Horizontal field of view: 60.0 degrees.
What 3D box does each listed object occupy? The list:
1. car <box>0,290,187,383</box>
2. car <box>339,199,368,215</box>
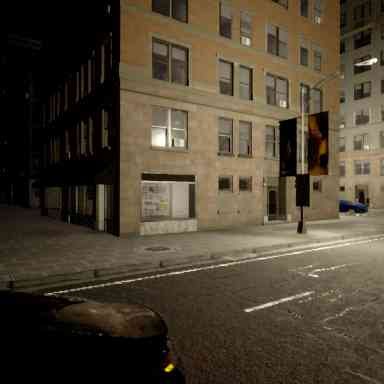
[{"bbox_3d":[-2.207,1.525,2.117,4.674,1.442,1.812,0,0,-35],"label":"car"},{"bbox_3d":[15.159,1.463,33.712,1.882,1.535,5.008,0,0,-35],"label":"car"}]
